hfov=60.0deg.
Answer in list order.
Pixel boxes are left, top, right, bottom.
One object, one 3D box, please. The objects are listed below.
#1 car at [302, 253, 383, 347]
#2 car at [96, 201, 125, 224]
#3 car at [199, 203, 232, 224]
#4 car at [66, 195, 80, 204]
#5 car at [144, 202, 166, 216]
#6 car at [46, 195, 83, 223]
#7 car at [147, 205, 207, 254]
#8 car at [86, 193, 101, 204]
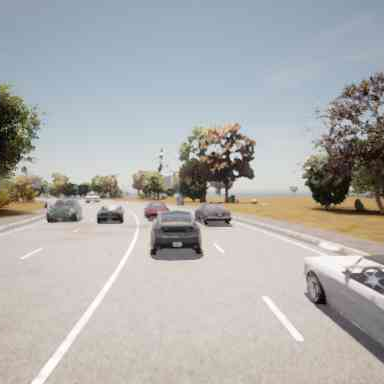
[{"bbox_3d":[3.356,1.590,5.104,1.895,1.301,4.718,0,0,-2],"label":"car"},{"bbox_3d":[-5.995,1.588,24.852,1.895,1.301,4.718,0,0,-11],"label":"car"},{"bbox_3d":[1.424,1.526,24.195,2.033,1.411,5.357,0,0,-9],"label":"car"},{"bbox_3d":[-23.399,1.445,65.342,1.837,1.490,4.892,0,0,-28],"label":"car"},{"bbox_3d":[-3.169,1.544,29.467,1.994,1.385,4.181,0,0,-12],"label":"car"},{"bbox_3d":[-9.751,1.342,25.717,2.097,1.767,4.553,0,0,-11],"label":"car"},{"bbox_3d":[-0.715,1.495,13.494,1.837,1.490,4.892,0,0,-5],"label":"car"},{"bbox_3d":[-19.390,1.174,65.167,2.150,2.045,5.566,0,0,-26],"label":"car"}]
